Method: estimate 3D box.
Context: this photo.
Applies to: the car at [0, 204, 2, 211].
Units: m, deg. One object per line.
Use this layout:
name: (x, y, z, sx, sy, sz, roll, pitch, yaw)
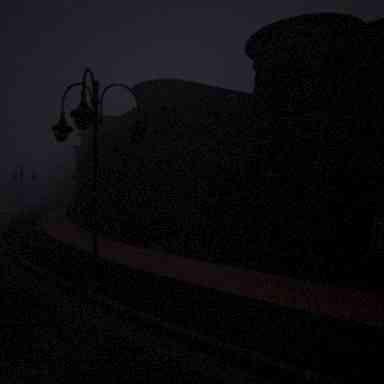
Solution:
car: (-22.734, 1.657, 37.296, 1.895, 1.301, 4.718, 1, 0, -18)
